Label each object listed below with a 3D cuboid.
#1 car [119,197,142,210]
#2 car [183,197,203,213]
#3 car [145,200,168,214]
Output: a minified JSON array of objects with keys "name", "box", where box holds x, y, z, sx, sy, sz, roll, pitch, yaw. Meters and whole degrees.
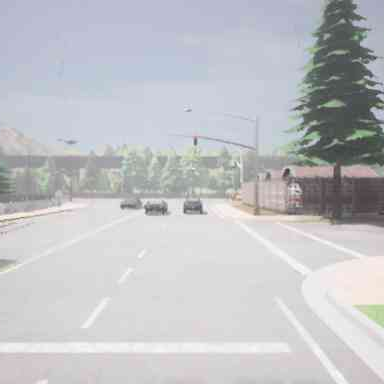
[{"name":"car","box":[-7.050,1.295,38.917,2.033,1.411,5.357,0,0,1]},{"name":"car","box":[0.100,1.273,33.575,2.128,1.511,4.902,0,0,0]},{"name":"car","box":[-3.400,1.389,32.513,1.895,1.301,4.718,0,0,0]}]
